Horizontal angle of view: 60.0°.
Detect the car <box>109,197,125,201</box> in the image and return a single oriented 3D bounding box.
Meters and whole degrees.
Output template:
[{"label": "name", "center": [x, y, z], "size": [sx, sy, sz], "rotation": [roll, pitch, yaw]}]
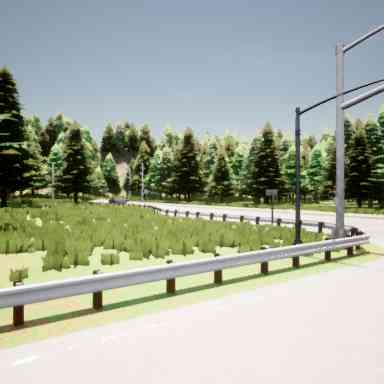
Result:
[{"label": "car", "center": [-12.090, 1.529, 53.848], "size": [1.812, 1.442, 4.674], "rotation": [0, 0, -34]}]
